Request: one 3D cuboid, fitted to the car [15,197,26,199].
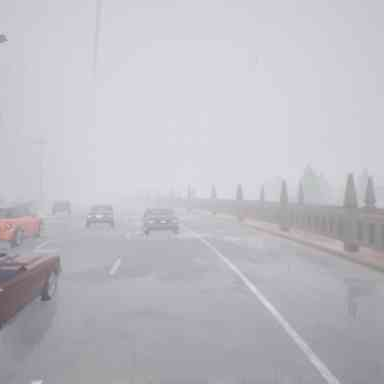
[{"bbox_3d":[-31.421,1.620,60.858,1.837,1.490,4.892,0,0,-22],"label":"car"}]

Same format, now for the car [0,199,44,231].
[{"bbox_3d":[-8.376,1.384,15.146,2.097,1.767,4.553,0,0,-9],"label":"car"}]

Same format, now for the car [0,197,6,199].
[{"bbox_3d":[-35.490,1.612,61.624,1.882,1.535,5.008,0,0,-22],"label":"car"}]

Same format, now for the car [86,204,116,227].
[{"bbox_3d":[-6.383,1.572,23.416,2.033,1.411,5.357,0,0,-14],"label":"car"}]

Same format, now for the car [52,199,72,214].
[{"bbox_3d":[-14.236,1.546,36.518,2.128,1.511,4.902,0,0,-20],"label":"car"}]

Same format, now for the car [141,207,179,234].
[{"bbox_3d":[-1.920,1.555,19.253,2.033,1.411,5.357,0,0,-11],"label":"car"}]

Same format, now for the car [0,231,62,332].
[{"bbox_3d":[-3.710,1.615,5.335,1.895,1.301,4.718,0,0,-3],"label":"car"}]
